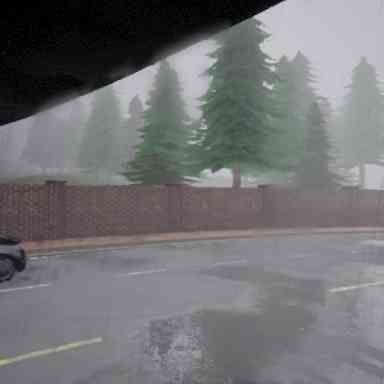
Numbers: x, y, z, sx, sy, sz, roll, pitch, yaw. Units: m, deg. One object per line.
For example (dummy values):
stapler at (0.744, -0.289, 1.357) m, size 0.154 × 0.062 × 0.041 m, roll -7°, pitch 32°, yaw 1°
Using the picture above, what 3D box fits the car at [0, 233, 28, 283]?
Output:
car at (-6.233, 1.486, 7.901) m, size 4.181 × 1.385 × 1.994 m, roll 0°, pitch 0°, yaw -34°
